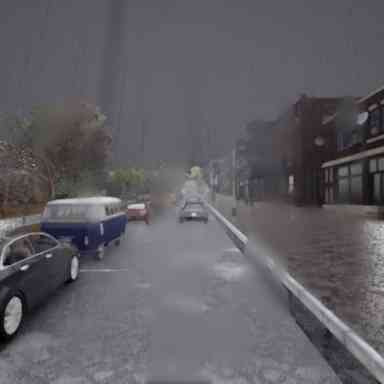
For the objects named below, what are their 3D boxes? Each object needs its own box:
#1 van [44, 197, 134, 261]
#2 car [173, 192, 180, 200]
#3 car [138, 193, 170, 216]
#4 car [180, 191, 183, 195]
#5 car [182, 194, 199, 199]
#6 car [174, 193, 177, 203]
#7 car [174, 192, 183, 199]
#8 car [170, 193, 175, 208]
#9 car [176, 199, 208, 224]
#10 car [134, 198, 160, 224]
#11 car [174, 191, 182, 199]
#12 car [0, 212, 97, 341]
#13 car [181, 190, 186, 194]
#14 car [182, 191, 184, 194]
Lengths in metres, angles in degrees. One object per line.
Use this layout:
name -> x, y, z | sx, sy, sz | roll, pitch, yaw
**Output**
van -> -3.638, 1.197, 12.089 | 1.878, 1.987, 4.442 | 0, 0, 2
car -> -3.592, 1.168, 55.490 | 1.946, 1.575, 5.366 | 0, 0, 2
car -> -3.625, 1.074, 29.805 | 2.435, 2.045, 5.566 | 0, 0, 1
car -> -3.587, 1.125, 67.428 | 2.231, 1.521, 4.892 | 0, 0, 2
car -> 0.139, 1.289, 41.402 | 2.033, 1.411, 5.357 | 0, 0, 0
car -> -3.609, 1.222, 45.238 | 2.097, 1.535, 5.008 | 0, 0, 2
car -> -3.567, 0.835, 89.575 | 2.185, 1.767, 4.553 | 0, 1, 2
car -> -3.614, 1.239, 39.690 | 2.097, 1.535, 5.008 | 0, 1, 2
car -> 0.121, 1.409, 23.477 | 1.994, 1.385, 4.181 | 0, 0, 0
car -> -3.632, 1.393, 23.062 | 2.002, 1.452, 4.674 | 0, 0, 0
car -> -3.593, 1.152, 61.872 | 2.097, 1.535, 5.008 | 0, 1, 2
car -> -3.649, 1.437, 6.405 | 2.231, 1.521, 4.892 | 0, 1, -2
car -> -3.572, 0.753, 81.921 | 2.435, 2.045, 5.566 | 0, 0, 2
car -> -3.582, 1.077, 72.969 | 2.097, 1.535, 5.008 | 0, 0, 2
